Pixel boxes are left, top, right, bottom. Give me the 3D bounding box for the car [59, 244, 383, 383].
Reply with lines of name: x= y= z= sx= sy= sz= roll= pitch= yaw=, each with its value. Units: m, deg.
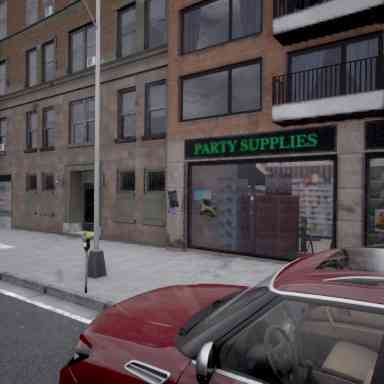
car: x=1.282 y=1.315 z=2.152 sx=5.009 sy=1.841 sz=2.192 roll=0 pitch=1 yaw=35
